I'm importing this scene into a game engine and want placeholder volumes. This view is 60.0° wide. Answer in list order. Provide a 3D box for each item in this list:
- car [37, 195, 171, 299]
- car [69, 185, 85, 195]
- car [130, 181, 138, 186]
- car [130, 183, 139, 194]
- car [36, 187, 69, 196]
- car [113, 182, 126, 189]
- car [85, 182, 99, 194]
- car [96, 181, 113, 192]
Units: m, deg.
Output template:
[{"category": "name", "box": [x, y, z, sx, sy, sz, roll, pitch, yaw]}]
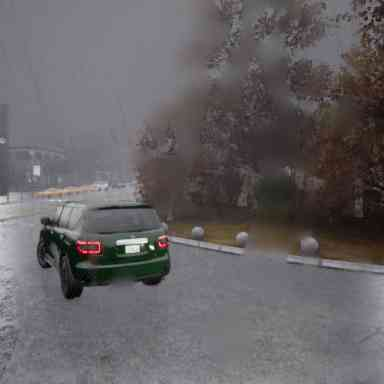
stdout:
[{"category": "car", "box": [-2.589, 1.221, 8.853, 2.150, 2.045, 5.566, 0, 0, -32]}, {"category": "car", "box": [-21.198, -0.237, 57.624, 1.946, 1.575, 5.366, 0, 3, 10]}, {"category": "car", "box": [-15.456, -2.237, 90.535, 2.231, 1.521, 4.892, 0, 3, 10]}, {"category": "car", "box": [-8.875, -0.427, 59.683, 1.882, 1.535, 5.008, 0, 4, 10]}, {"category": "car", "box": [-22.155, 0.096, 52.195, 1.946, 1.575, 5.366, 0, 3, 10]}, {"category": "car", "box": [-17.362, -1.545, 79.634, 2.163, 1.488, 4.792, 0, 3, 10]}, {"category": "car", "box": [-20.251, -0.568, 63.057, 1.946, 1.575, 5.366, 0, 3, 10]}, {"category": "car", "box": [-19.254, -1.164, 68.754, 2.435, 2.045, 5.566, 0, 3, 10]}]
